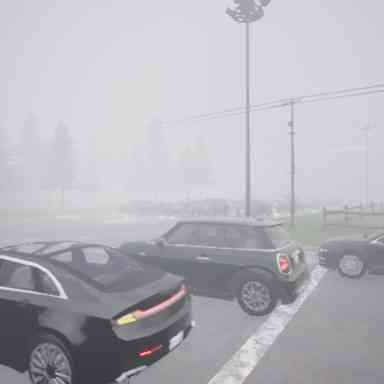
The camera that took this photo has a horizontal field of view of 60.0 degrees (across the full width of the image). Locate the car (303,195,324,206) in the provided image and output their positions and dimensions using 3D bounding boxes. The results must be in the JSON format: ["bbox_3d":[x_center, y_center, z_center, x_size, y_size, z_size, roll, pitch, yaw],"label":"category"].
[{"bbox_3d":[20.395,1.388,55.832,2.097,1.767,4.553,0,0,37],"label":"car"}]

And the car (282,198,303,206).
[{"bbox_3d":[17.446,1.646,57.719,1.895,1.301,4.718,0,0,37],"label":"car"}]

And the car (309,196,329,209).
[{"bbox_3d":[16.542,1.629,44.838,1.895,1.301,4.718,0,0,37],"label":"car"}]

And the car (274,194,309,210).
[{"bbox_3d":[11.155,1.382,37.589,2.097,1.767,4.553,0,0,37],"label":"car"}]

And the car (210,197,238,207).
[{"bbox_3d":[5.151,1.558,52.932,2.128,1.511,4.902,0,0,37],"label":"car"}]

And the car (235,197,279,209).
[{"bbox_3d":[5.706,1.523,30.225,2.128,1.511,4.902,0,0,36],"label":"car"}]

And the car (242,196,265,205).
[{"bbox_3d":[11.379,1.556,61.220,2.128,1.511,4.902,0,0,37],"label":"car"}]

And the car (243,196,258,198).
[{"bbox_3d":[6.960,1.565,37.802,1.812,1.442,4.674,0,0,37],"label":"car"}]

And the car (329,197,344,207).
[{"bbox_3d":[22.875,1.504,53.314,1.882,1.535,5.008,0,0,37],"label":"car"}]

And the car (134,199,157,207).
[{"bbox_3d":[-3.485,1.661,35.422,1.895,1.301,4.718,0,0,36],"label":"car"}]

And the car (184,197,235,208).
[{"bbox_3d":[1.666,1.393,30.591,2.097,1.767,4.553,0,0,36],"label":"car"}]

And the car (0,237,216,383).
[{"bbox_3d":[-2.356,1.504,4.913,4.902,1.511,2.128,0,0,26],"label":"car"}]

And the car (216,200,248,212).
[{"bbox_3d":[5.012,1.650,41.049,1.895,1.301,4.718,0,0,37],"label":"car"}]

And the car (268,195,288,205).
[{"bbox_3d":[15.947,1.407,61.559,2.097,1.767,4.553,0,0,37],"label":"car"}]

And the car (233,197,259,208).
[{"bbox_3d":[8.443,1.534,51.516,1.882,1.535,5.008,0,0,37],"label":"car"}]

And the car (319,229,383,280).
[{"bbox_3d":[5.795,1.504,8.395,4.892,1.490,1.837,0,0,35],"label":"car"}]

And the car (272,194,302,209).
[{"bbox_3d":[13.347,1.260,46.407,2.150,2.045,5.566,0,0,37],"label":"car"}]

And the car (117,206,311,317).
[{"bbox_3d":[0.225,1.362,7.621,4.553,1.767,2.097,0,0,29],"label":"car"}]

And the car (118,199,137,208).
[{"bbox_3d":[-6.245,1.574,37.574,1.837,1.490,4.892,0,0,36],"label":"car"}]

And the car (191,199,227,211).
[{"bbox_3d":[2.242,1.606,43.191,2.033,1.411,5.357,0,0,37],"label":"car"}]

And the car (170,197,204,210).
[{"bbox_3d":[-0.609,1.545,45.217,1.882,1.535,5.008,0,0,37],"label":"car"}]

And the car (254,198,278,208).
[{"bbox_3d":[10.960,1.573,49.058,1.812,1.442,4.674,0,0,37],"label":"car"}]

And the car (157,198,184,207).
[{"bbox_3d":[-0.682,1.598,33.335,2.033,1.411,5.357,0,0,36],"label":"car"}]
